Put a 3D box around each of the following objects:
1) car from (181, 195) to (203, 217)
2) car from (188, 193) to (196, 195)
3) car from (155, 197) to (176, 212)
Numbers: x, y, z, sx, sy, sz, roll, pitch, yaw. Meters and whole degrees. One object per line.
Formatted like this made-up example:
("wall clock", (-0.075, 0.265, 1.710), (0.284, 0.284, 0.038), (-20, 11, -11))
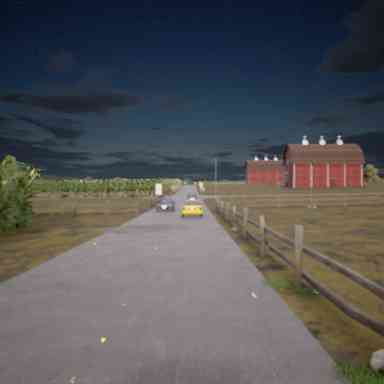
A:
("car", (0.020, 1.323, 29.473), (1.801, 1.575, 5.366), (0, 1, 0))
("car", (0.002, 0.847, 59.282), (2.033, 1.411, 5.357), (0, 2, 0))
("car", (-2.747, 1.293, 35.335), (2.128, 1.511, 4.902), (0, 1, 0))
